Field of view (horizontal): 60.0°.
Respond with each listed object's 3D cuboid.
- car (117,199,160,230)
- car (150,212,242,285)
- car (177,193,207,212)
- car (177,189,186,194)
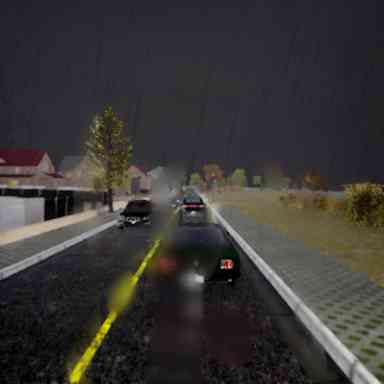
[{"bbox_3d":[-2.847,1.191,18.574,1.837,1.490,4.892,0,1,0],"label":"car"},{"bbox_3d":[0.085,1.448,8.942,1.895,1.301,4.718,0,1,0],"label":"car"},{"bbox_3d":[0.077,1.087,24.006,2.128,1.511,4.902,0,1,0],"label":"car"},{"bbox_3d":[-2.766,-0.108,87.096,2.097,1.767,4.553,0,1,0],"label":"car"}]
